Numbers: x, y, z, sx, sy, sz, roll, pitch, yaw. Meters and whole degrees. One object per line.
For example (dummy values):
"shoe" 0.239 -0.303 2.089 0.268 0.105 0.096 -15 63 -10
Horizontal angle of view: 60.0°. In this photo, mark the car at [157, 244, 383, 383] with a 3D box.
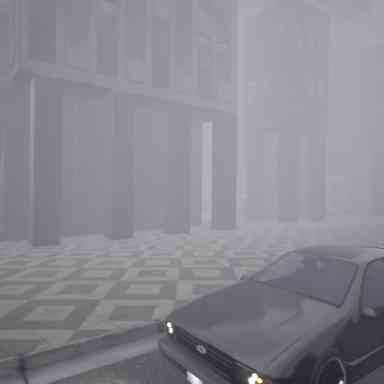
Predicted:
"car" 2.197 1.548 4.958 5.357 1.411 2.033 0 0 -36
